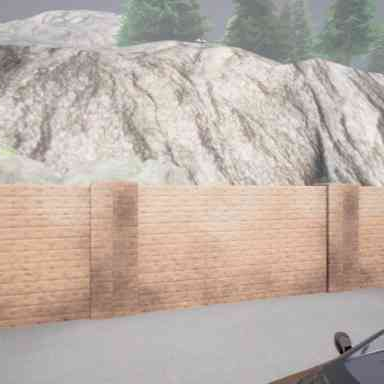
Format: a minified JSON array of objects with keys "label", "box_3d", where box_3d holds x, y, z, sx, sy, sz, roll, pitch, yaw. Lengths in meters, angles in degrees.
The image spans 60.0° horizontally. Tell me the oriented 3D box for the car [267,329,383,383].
[{"label":"car","box_3d":[2.148,1.492,1.920,4.902,1.511,2.128,0,0,-18]}]
